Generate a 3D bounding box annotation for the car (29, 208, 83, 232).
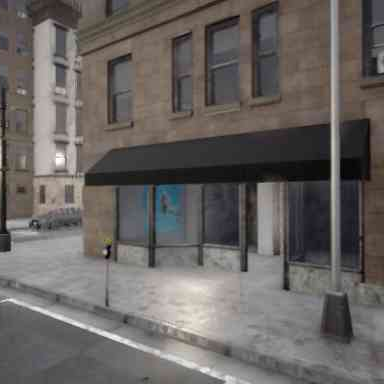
[{"bbox_3d":[-8.373,1.741,21.802,1.994,1.385,4.181,0,-1,35],"label":"car"}]
